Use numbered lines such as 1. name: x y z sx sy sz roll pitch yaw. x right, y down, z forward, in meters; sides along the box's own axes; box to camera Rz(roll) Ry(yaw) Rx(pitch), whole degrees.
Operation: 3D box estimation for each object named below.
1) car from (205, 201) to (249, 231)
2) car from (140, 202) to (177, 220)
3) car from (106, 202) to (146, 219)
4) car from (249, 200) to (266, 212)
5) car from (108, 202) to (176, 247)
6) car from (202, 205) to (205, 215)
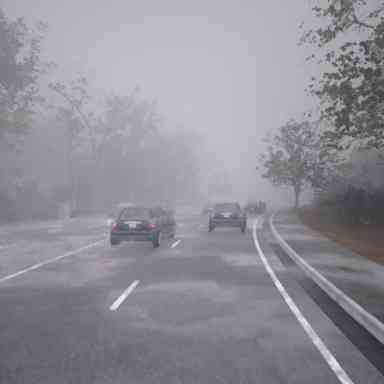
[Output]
1. car: 2.318 1.364 20.724 2.097 1.767 4.553 0 0 10
2. car: -2.913 1.668 30.089 1.994 1.385 4.181 -1 0 15
3. car: -6.150 1.677 31.570 1.812 1.442 4.674 -1 -1 15
4. car: 7.560 1.596 39.246 1.895 1.301 4.718 -1 0 20
5. car: -2.105 1.380 15.437 2.097 1.767 4.553 0 0 8
6. car: 2.475 1.625 35.196 1.994 1.385 4.181 -1 0 17
